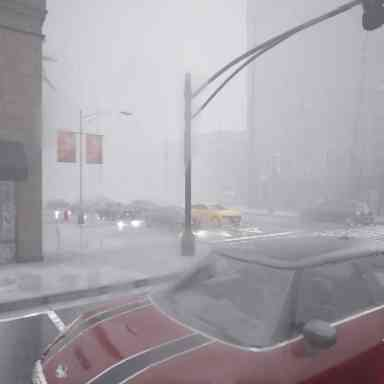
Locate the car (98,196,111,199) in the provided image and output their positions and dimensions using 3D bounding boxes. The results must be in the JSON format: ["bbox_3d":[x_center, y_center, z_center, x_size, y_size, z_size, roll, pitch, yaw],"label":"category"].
[{"bbox_3d":[-10.251,1.295,38.529,2.097,1.767,4.553,0,0,-36],"label":"car"}]

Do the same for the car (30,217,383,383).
[{"bbox_3d":[0.784,1.352,3.509,4.553,1.767,2.097,0,0,-32],"label":"car"}]

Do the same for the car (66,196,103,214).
[{"bbox_3d":[-11.069,1.478,34.108,1.812,1.442,4.674,0,0,-36],"label":"car"}]

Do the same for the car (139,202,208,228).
[{"bbox_3d":[-1.224,1.541,20.424,1.994,1.385,4.181,0,0,-36],"label":"car"}]

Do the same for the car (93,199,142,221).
[{"bbox_3d":[-6.144,1.529,27.241,1.994,1.385,4.181,0,0,-37],"label":"car"}]

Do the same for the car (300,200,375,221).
[{"bbox_3d":[9.607,1.323,22.413,2.097,1.767,4.553,0,0,-36],"label":"car"}]

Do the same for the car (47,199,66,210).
[{"bbox_3d":[-17.054,1.537,42.459,1.895,1.301,4.718,0,0,-35],"label":"car"}]

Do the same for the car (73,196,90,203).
[{"bbox_3d":[-22.041,1.451,66.332,1.994,1.385,4.181,0,0,-36],"label":"car"}]

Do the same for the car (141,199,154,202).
[{"bbox_3d":[-4.264,1.463,30.203,1.837,1.490,4.892,0,0,-36],"label":"car"}]

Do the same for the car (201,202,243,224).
[{"bbox_3d":[1.284,1.451,22.504,1.882,1.535,5.008,0,0,-35],"label":"car"}]
